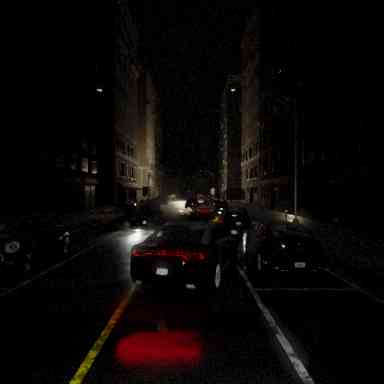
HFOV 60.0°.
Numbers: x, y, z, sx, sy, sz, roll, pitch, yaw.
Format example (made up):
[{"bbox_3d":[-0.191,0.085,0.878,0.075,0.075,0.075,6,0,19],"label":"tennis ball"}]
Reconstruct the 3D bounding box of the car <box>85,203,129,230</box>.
[{"bbox_3d":[-5.373,1.524,20.985,1.752,1.417,4.829,0,0,0],"label":"car"}]

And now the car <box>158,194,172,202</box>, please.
[{"bbox_3d":[-5.343,1.297,59.044,2.192,1.841,5.009,0,0,0],"label":"car"}]

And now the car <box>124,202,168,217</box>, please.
[{"bbox_3d":[-2.732,1.562,21.156,1.994,1.385,4.181,0,0,0],"label":"car"}]

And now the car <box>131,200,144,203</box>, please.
[{"bbox_3d":[-5.369,1.563,26.568,1.947,1.339,4.313,0,0,0],"label":"car"}]

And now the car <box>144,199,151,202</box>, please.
[{"bbox_3d":[-5.364,1.522,31.810,1.752,1.417,4.829,0,0,0],"label":"car"}]

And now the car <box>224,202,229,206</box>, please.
[{"bbox_3d":[2.652,1.549,21.140,2.008,1.369,4.403,0,0,0],"label":"car"}]

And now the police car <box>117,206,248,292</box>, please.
[{"bbox_3d":[0.147,1.424,9.278,1.930,1.638,5.238,0,0,17],"label":"police car"}]

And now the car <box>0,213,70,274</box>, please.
[{"bbox_3d":[-5.381,1.439,10.330,1.967,1.590,4.097,0,0,0],"label":"car"}]

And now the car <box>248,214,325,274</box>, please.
[{"bbox_3d":[2.644,1.550,10.314,2.008,1.369,4.403,0,0,0],"label":"car"}]

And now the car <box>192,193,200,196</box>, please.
[{"bbox_3d":[0.045,1.459,59.390,1.882,1.535,5.008,0,0,0],"label":"car"}]

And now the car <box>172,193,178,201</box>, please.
[{"bbox_3d":[-5.323,1.513,85.508,2.008,1.369,4.403,0,0,0],"label":"car"}]

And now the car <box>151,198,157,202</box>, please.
[{"bbox_3d":[-5.360,1.578,37.393,1.802,1.307,4.206,0,0,0],"label":"car"}]

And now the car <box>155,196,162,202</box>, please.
[{"bbox_3d":[-5.356,1.544,42.806,2.008,1.369,4.403,0,0,0],"label":"car"}]

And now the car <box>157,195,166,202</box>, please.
[{"bbox_3d":[-5.351,1.540,48.219,2.008,1.369,4.403,0,0,0],"label":"car"}]

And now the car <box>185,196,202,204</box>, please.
[{"bbox_3d":[0.041,1.555,45.547,1.994,1.385,4.181,0,0,0],"label":"car"}]

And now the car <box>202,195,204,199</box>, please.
[{"bbox_3d":[2.674,1.515,48.374,1.752,1.417,4.829,0,0,0],"label":"car"}]

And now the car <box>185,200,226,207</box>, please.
[{"bbox_3d":[0.732,1.454,19.055,1.801,1.575,5.366,0,0,2],"label":"car"}]
